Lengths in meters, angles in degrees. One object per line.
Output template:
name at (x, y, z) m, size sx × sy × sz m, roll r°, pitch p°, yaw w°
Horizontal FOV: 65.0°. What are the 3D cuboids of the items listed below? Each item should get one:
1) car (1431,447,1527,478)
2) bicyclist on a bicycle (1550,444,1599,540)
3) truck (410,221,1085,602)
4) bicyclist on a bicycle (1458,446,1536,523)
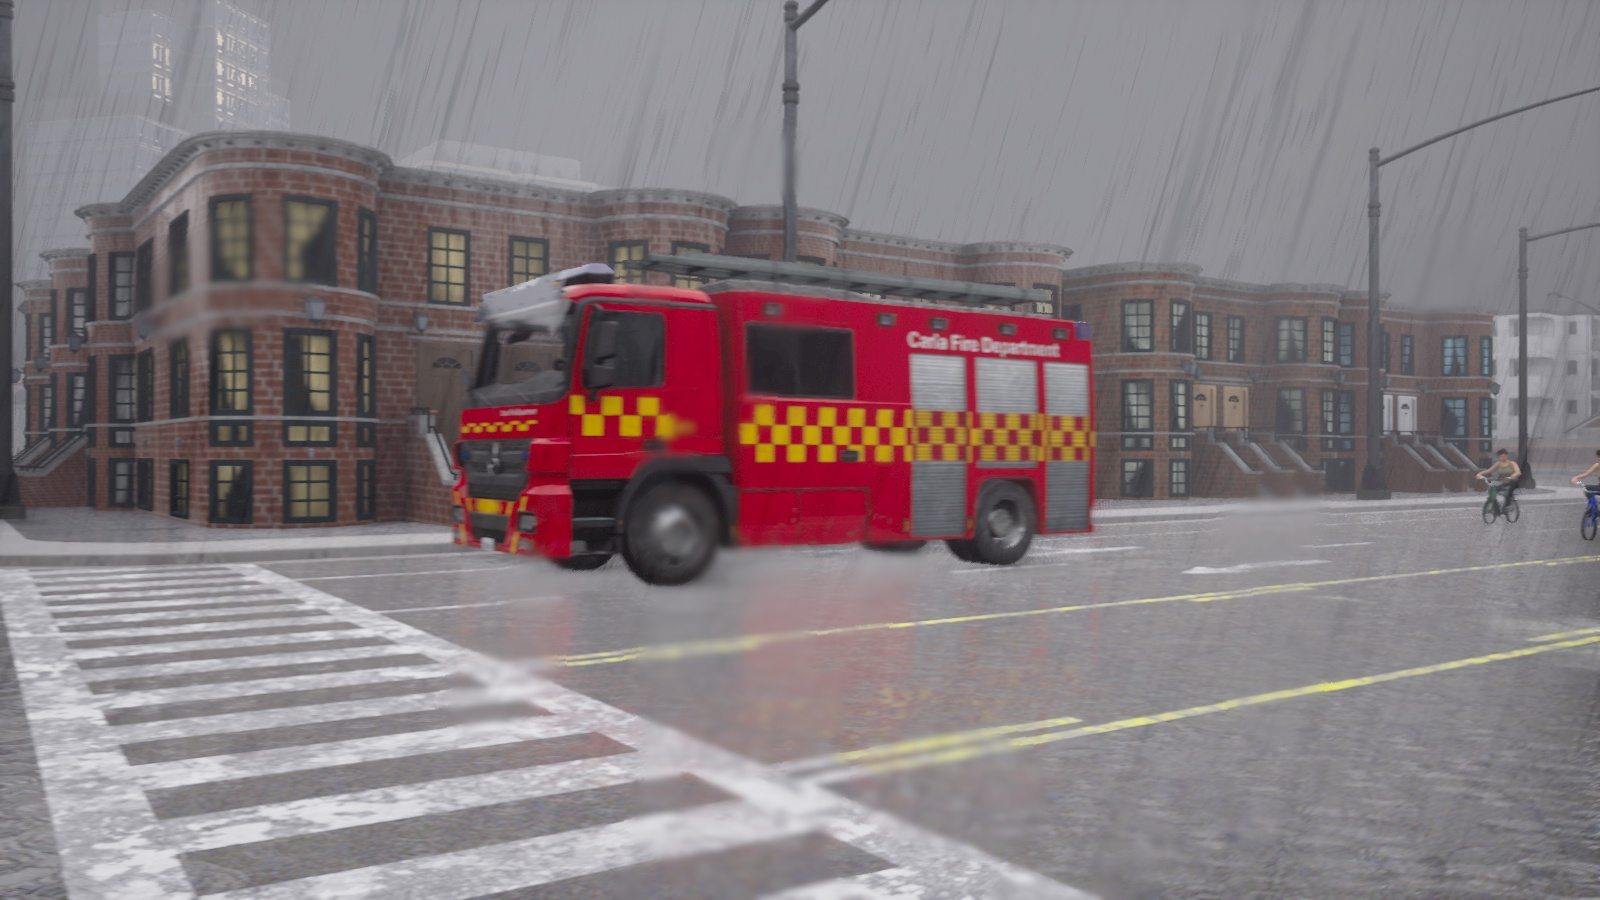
car at (39.905, 0.700, 73.896) m, size 2.097 × 1.767 × 4.553 m, roll 0°, pitch 0°, yaw -32°
bicyclist on a bicycle at (13.871, 0.706, 21.838) m, size 1.509 × 1.612 × 0.866 m, roll 0°, pitch 0°, yaw -35°
truck at (-0.350, -0.379, 16.211) m, size 8.468 × 3.827 × 2.891 m, roll 0°, pitch 0°, yaw -35°
bicyclist on a bicycle at (14.888, 0.716, 26.804) m, size 1.509 × 1.612 × 0.866 m, roll 0°, pitch 0°, yaw -35°
